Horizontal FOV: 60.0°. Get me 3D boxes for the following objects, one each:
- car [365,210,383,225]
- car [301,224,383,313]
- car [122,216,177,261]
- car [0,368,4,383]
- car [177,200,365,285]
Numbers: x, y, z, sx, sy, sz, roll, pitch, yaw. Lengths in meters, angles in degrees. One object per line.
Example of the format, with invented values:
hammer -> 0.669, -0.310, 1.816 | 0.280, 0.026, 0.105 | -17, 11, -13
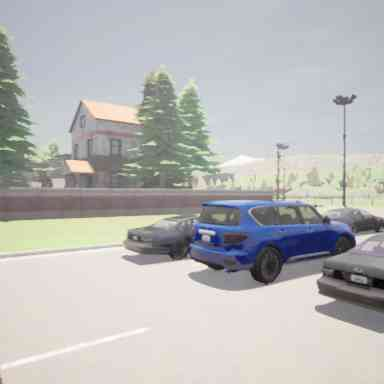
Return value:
car -> 8.872, 1.614, 18.669 | 5.357, 1.411, 2.033 | 0, 0, -35
car -> 4.958, 1.578, 7.286 | 5.357, 1.411, 2.033 | 0, 0, -36
car -> 0.165, 1.574, 12.463 | 5.357, 1.411, 2.033 | 0, 0, -35
car -> -3.182, 1.557, 1.607 | 4.181, 1.385, 1.994 | 0, 0, -34
car -> 2.540, 1.251, 9.862 | 5.566, 2.045, 2.150 | 0, 0, -35
